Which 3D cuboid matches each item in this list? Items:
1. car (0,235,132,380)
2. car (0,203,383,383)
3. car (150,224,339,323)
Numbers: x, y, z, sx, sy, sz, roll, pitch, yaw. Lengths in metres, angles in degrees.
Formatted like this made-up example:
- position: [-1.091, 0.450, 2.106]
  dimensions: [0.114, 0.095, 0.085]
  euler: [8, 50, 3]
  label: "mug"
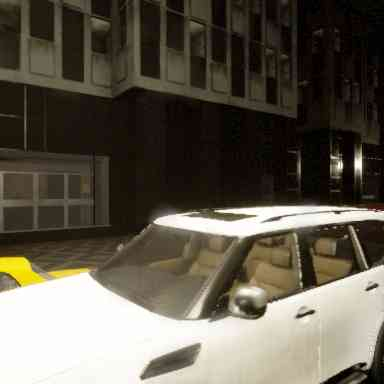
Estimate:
- position: [-3.362, 1.525, 4.257]
  dimensions: [4.829, 1.417, 1.752]
  euler: [0, 0, -35]
  label: "car"
- position: [0.426, 1.221, 3.680]
  dimensions: [5.566, 2.045, 2.150]
  euler: [0, 0, -35]
  label: "car"
- position: [1.342, 1.581, 7.601]
  dimensions: [4.206, 1.307, 1.802]
  euler: [0, 0, -35]
  label: "car"
